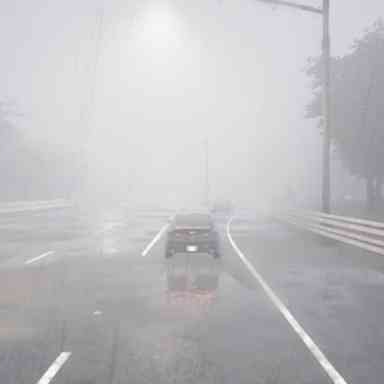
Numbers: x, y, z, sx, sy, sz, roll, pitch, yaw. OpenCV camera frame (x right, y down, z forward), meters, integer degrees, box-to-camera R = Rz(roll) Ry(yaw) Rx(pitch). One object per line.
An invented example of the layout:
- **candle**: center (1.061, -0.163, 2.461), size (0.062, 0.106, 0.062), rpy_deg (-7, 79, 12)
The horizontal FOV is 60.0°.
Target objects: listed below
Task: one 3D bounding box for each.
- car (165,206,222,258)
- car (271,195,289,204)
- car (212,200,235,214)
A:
- **car**: center (0.066, 1.506, 12.771), size (1.837, 1.490, 4.892), rpy_deg (0, 0, 2)
- **car**: center (16.467, 1.329, 62.020), size (2.097, 1.767, 4.553), rpy_deg (0, 0, 36)
- **car**: center (3.322, 1.549, 35.161), size (2.033, 1.411, 5.357), rpy_deg (0, 0, 16)
